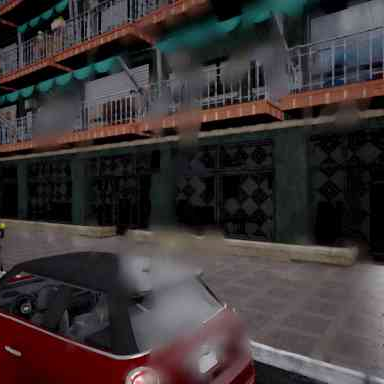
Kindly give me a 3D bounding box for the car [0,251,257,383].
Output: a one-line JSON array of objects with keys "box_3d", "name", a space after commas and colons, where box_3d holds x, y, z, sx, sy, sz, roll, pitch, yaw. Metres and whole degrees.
[{"box_3d": [-1.442, 1.440, 3.899, 4.097, 1.590, 1.967, 0, 0, 35], "name": "car"}]
